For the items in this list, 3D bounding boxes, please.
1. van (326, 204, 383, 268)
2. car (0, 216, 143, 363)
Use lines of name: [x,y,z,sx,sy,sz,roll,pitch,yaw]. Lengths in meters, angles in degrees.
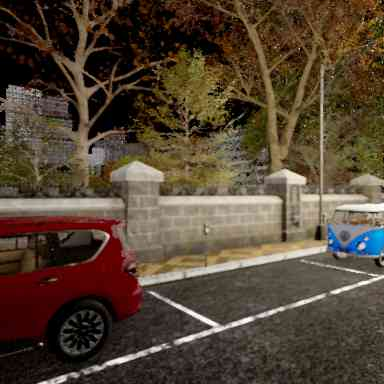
van: [6.064,1.289,10.871,3.998,1.788,1.690,0,1,-35]
car: [-3.076,1.316,4.352,5.009,1.841,2.192,0,1,-35]
